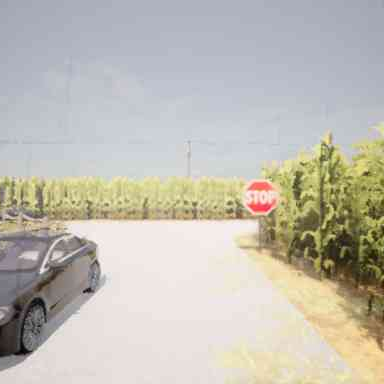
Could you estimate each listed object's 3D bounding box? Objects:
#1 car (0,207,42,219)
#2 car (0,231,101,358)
[{"bbox_3d":[-14.647,1.839,26.402,4.718,1.301,1.895,0,-1,0],"label":"car"},{"bbox_3d":[-3.138,1.549,6.244,2.128,1.511,4.902,0,-1,1],"label":"car"}]
